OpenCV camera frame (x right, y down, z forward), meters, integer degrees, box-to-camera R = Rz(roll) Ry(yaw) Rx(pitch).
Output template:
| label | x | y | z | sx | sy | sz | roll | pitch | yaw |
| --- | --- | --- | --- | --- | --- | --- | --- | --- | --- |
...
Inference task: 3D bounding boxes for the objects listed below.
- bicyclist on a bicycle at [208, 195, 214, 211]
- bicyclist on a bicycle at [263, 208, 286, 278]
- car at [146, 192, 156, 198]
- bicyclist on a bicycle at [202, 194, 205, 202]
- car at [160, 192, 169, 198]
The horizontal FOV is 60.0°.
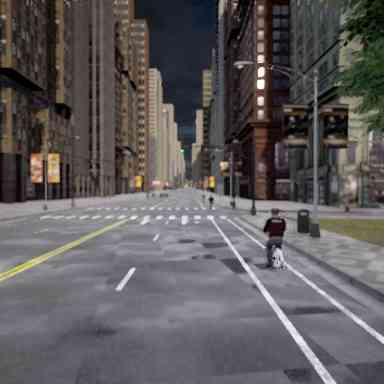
| label | x | y | z | sx | sy | sz | roll | pitch | yaw |
| --- | --- | --- | --- | --- | --- | --- | --- | --- | --- |
| bicyclist on a bicycle | 2.104 | 1.166 | 36.492 | 0.659 | 1.776 | 1.843 | 0 | 1 | 0 |
| bicyclist on a bicycle | 2.214 | 1.313 | 9.053 | 0.659 | 1.776 | 1.843 | 0 | 0 | 0 |
| car | -10.096 | 0.648 | 82.079 | 2.128 | 1.511 | 4.902 | 0 | 0 | 0 |
| bicyclist on a bicycle | 2.011 | 1.125 | 56.661 | 0.582 | 1.620 | 1.656 | 0 | 0 | 0 |
| car | -6.846 | 0.674 | 82.092 | 1.994 | 1.385 | 4.181 | 0 | 0 | 0 |
